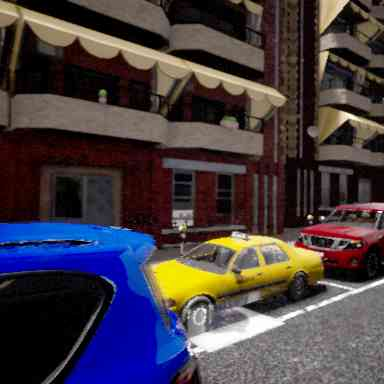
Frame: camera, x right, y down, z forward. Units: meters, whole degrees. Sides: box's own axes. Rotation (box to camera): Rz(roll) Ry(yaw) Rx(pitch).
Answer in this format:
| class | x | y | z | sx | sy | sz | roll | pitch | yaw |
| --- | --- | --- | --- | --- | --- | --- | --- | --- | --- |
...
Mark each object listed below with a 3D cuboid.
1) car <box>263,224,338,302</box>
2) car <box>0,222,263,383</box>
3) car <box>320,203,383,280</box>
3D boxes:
| class | x | y | z | sx | sy | sz | roll | pitch | yaw |
| --- | --- | --- | --- | --- | --- | --- | --- | --- | --- |
| car | 0.779 | 1.533 | 6.751 | 4.829 | 1.417 | 1.752 | 0 | 1 | -37 |
| car | -2.475 | 1.242 | 1.082 | 5.566 | 2.045 | 2.150 | 0 | 0 | -37 |
| car | 5.320 | 1.300 | 10.197 | 5.009 | 1.841 | 2.192 | 0 | 1 | -37 |
